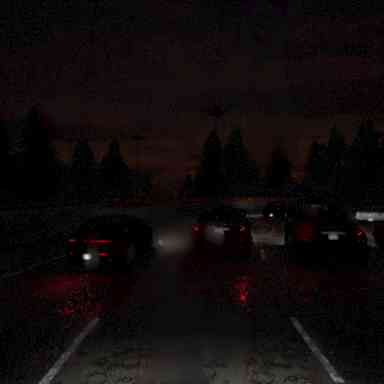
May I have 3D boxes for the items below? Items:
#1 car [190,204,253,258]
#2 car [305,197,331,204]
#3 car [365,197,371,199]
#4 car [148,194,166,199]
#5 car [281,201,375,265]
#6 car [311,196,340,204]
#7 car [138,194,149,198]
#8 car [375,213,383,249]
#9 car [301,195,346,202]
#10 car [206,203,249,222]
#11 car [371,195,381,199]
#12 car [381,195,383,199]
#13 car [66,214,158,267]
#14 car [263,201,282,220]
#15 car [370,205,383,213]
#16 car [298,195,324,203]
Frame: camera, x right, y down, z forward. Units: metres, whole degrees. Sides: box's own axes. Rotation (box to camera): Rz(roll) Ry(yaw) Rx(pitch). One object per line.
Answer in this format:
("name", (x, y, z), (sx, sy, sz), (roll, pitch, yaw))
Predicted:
("car", (1.295, 1.383, 13.156), (2.097, 1.767, 4.553), (0, 0, 11))
("car", (25.309, 1.608, 66.890), (4.718, 1.301, 1.895), (-1, 0, -18))
("car", (41.082, 1.377, 73.337), (5.357, 1.411, 2.033), (-1, 0, -5))
("car", (-8.712, 1.696, 83.657), (1.837, 1.490, 4.892), (0, 0, 11))
("car", (4.619, 1.381, 12.074), (2.097, 1.767, 4.553), (0, 0, 10))
("car", (25.371, 1.490, 63.224), (5.008, 1.535, 1.882), (-1, 0, -19))
("car", (-11.960, 1.425, 85.218), (2.150, 2.045, 5.566), (0, 0, 13))
("car", (8.036, 1.628, 11.594), (1.895, 1.301, 4.718), (0, 0, 10))
("car", (10.536, 1.281, 26.660), (2.150, 2.045, 5.566), (0, 0, 32))
("car", (3.054, 1.662, 27.709), (1.895, 1.301, 4.718), (0, 0, 29))
("car", (41.069, 1.309, 69.824), (5.008, 1.535, 1.882), (-1, 0, -5))
("car", (41.058, 1.422, 66.320), (4.718, 1.301, 1.895), (-1, 0, -5))
("car", (-2.553, 1.534, 11.645), (1.837, 1.490, 4.892), (0, 0, 9))
("car", (7.575, 1.567, 28.356), (1.837, 1.490, 4.892), (-1, 0, 32))
("car", (13.792, 1.657, 25.244), (1.895, 1.301, 4.718), (0, 0, 33))
("car", (25.340, 1.537, 70.552), (4.902, 1.511, 2.128), (-1, 0, -18))
